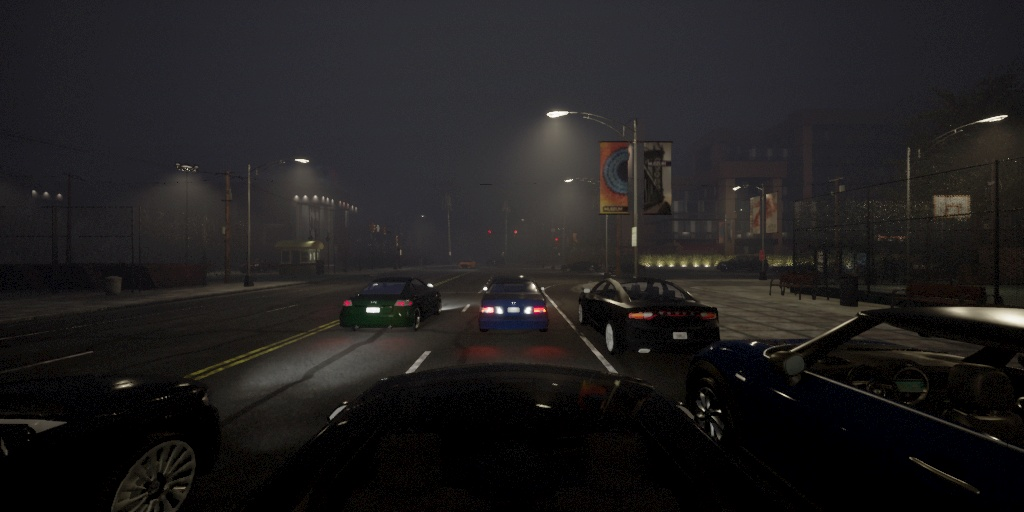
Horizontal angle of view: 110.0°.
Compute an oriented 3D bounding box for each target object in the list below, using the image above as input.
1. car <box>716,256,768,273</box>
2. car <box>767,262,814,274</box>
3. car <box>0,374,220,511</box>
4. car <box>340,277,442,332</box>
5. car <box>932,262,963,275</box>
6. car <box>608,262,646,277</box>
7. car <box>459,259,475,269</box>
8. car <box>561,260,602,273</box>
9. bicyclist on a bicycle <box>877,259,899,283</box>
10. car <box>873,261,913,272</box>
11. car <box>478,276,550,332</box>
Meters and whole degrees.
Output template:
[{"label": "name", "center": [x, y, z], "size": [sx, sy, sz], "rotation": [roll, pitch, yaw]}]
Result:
[{"label": "car", "center": [27.651, 0.971, 42.975], "size": [5.566, 2.045, 2.150], "rotation": [0, 0, 0]}, {"label": "car", "center": [31.417, 1.351, 39.503], "size": [4.718, 1.301, 1.895], "rotation": [0, 0, 0]}, {"label": "car", "center": [-3.400, 1.240, 1.058], "size": [2.128, 1.511, 4.902], "rotation": [0, 0, 0]}, {"label": "car", "center": [-3.444, 1.314, 10.930], "size": [1.994, 1.385, 4.181], "rotation": [0, 0, 0]}, {"label": "car", "center": [45.154, 1.314, 36.046], "size": [4.181, 1.385, 1.994], "rotation": [0, 0, -1]}, {"label": "car", "center": [12.565, 1.314, 39.506], "size": [4.181, 1.385, 1.994], "rotation": [0, 0, 3]}, {"label": "car", "center": [-6.833, 1.228, 54.930], "size": [1.882, 1.535, 5.008], "rotation": [0, 0, 4]}, {"label": "car", "center": [8.511, 1.257, 44.015], "size": [4.892, 1.490, 1.837], "rotation": [1, 2, 18]}, {"label": "bicyclist on a bicycle", "center": [26.060, 1.051, 24.979], "size": [0.582, 1.620, 1.656], "rotation": [0, 0, -1]}, {"label": "car", "center": [45.087, 1.292, 43.046], "size": [4.892, 1.490, 1.837], "rotation": [0, 0, -1]}, {"label": "car", "center": [0.055, 1.297, 10.827], "size": [2.033, 1.411, 5.357], "rotation": [0, 0, 0]}]
